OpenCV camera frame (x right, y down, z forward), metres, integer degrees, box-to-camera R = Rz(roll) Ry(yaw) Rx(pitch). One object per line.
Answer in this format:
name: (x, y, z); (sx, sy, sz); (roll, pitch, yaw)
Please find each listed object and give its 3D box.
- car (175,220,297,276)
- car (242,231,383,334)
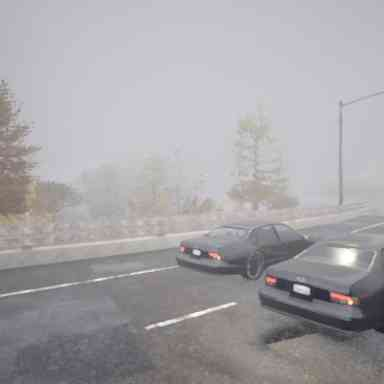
car: (2.034, 1.570, 9.975); (5.357, 1.411, 2.033); (0, 0, -40)
car: (3.633, 1.558, 6.763); (5.357, 1.411, 2.033); (0, 0, -40)
